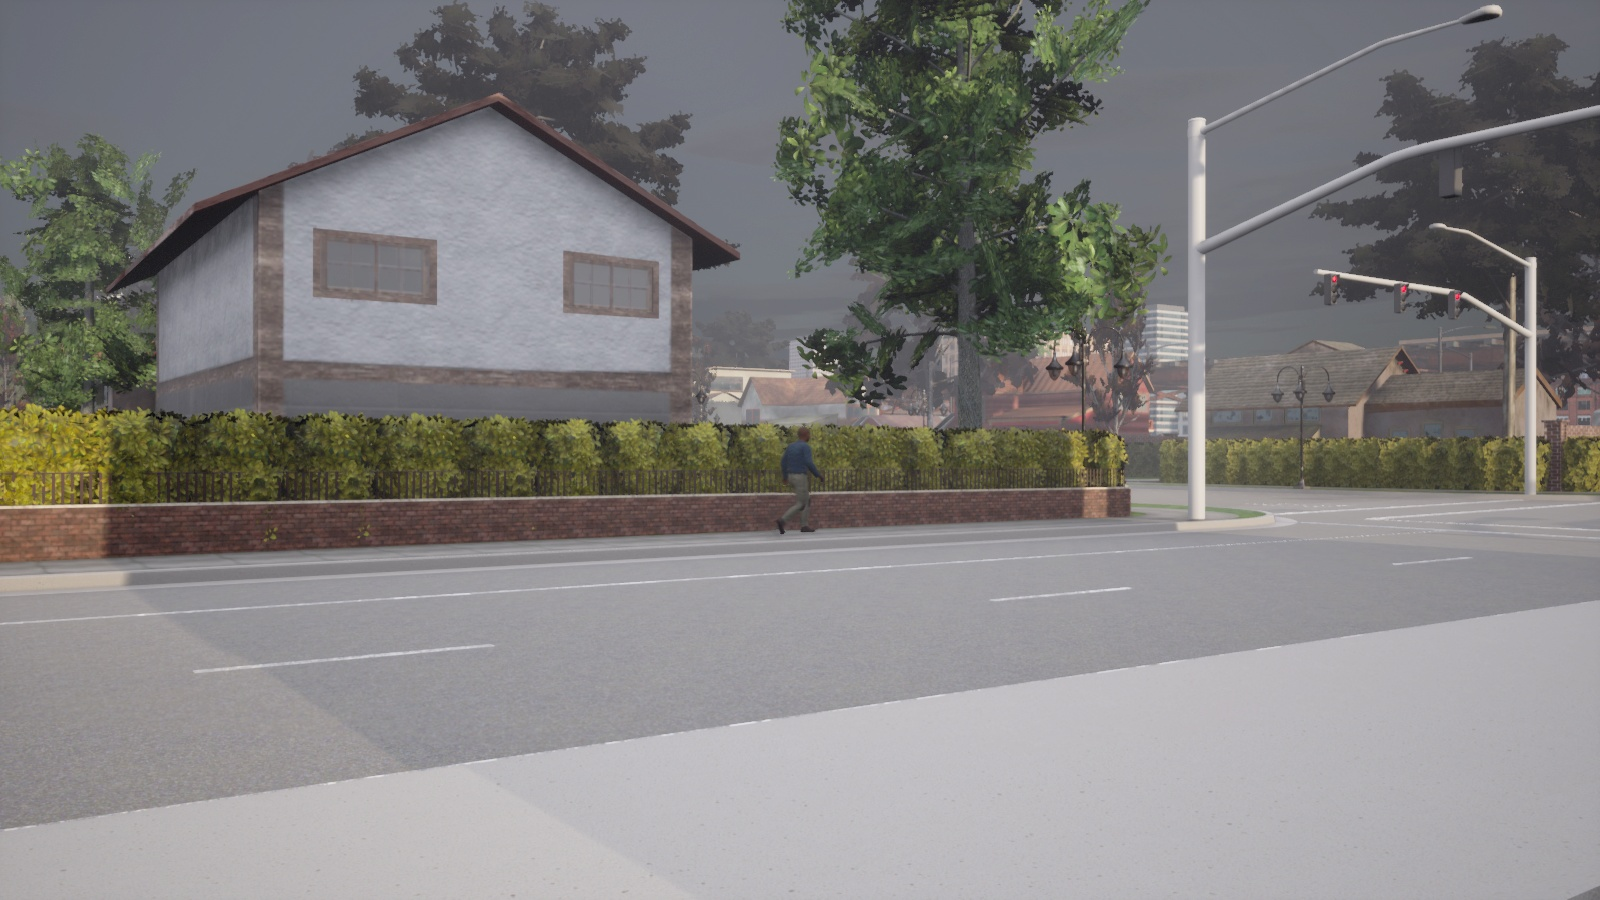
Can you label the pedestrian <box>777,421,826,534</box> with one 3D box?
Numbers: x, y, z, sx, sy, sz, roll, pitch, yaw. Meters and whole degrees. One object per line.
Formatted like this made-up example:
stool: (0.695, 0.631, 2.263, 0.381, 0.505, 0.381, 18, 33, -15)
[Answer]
pedestrian: (0.024, 0.447, 20.705, 0.726, 1.835, 0.370, 0, 0, -33)
